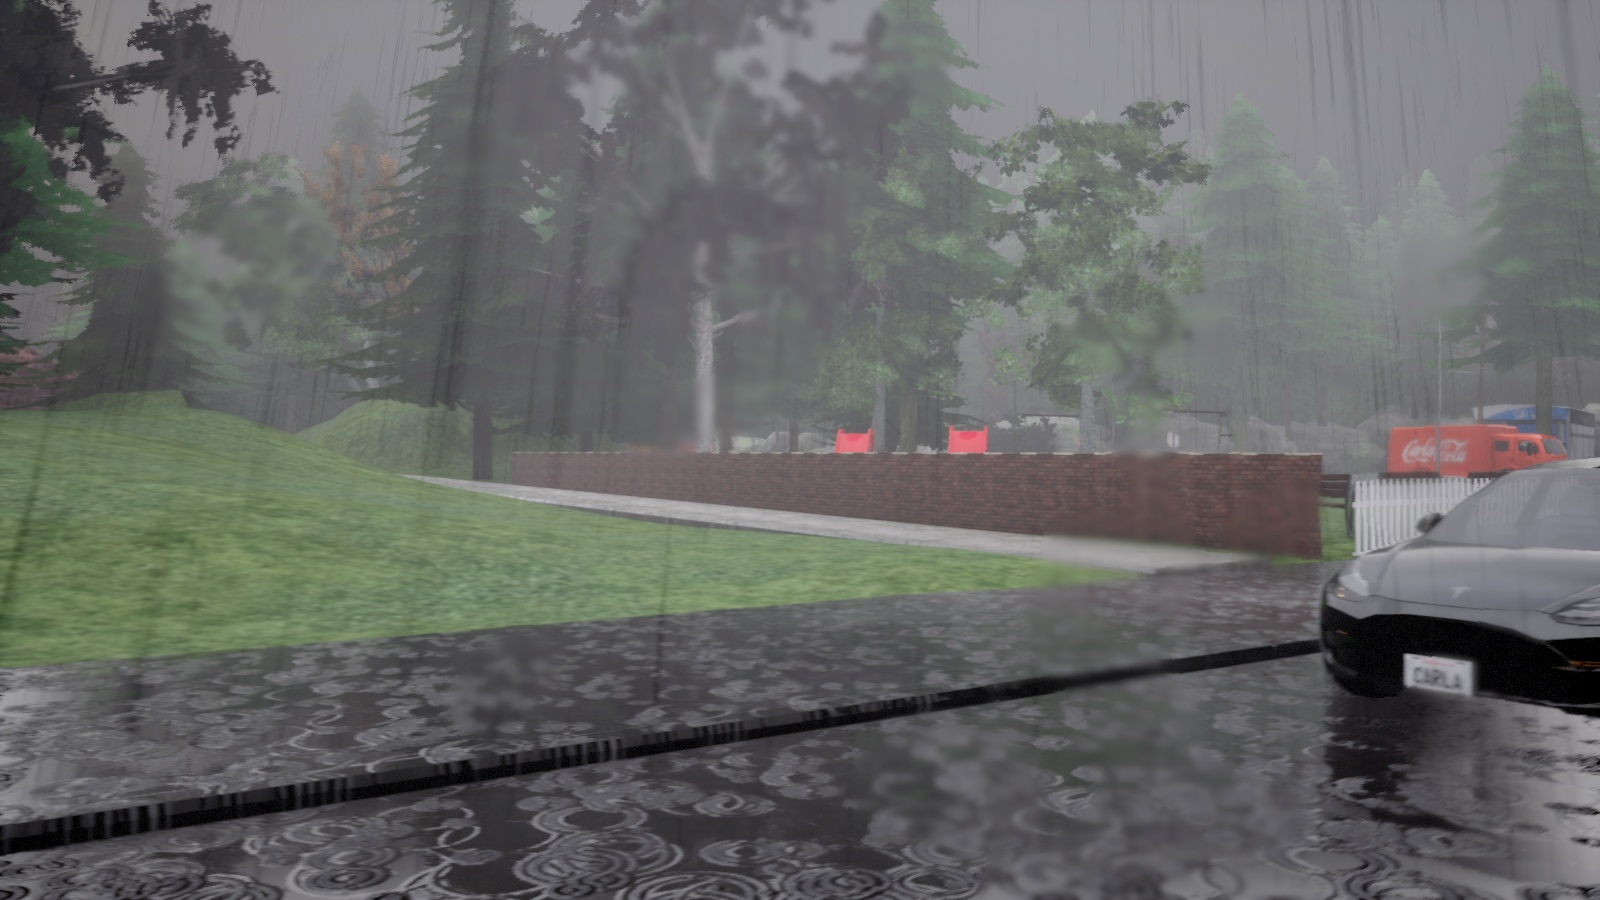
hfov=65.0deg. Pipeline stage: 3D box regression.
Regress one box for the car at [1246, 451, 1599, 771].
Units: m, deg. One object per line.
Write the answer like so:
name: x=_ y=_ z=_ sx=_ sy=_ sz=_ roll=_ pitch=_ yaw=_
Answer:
car: x=5.219 y=0.753 z=7.900 sx=4.792 sy=1.488 sz=2.163 roll=0 pitch=0 yaw=-35

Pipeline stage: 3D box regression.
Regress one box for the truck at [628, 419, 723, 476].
truck: x=-8.890 y=-0.186 z=88.619 sx=2.891 sy=3.827 sz=8.468 roll=0 pitch=0 yaw=-35

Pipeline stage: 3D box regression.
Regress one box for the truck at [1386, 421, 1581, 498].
truck: x=23.145 y=0.312 z=42.726 sx=2.627 sy=2.467 sz=5.204 roll=0 pitch=0 yaw=-35
